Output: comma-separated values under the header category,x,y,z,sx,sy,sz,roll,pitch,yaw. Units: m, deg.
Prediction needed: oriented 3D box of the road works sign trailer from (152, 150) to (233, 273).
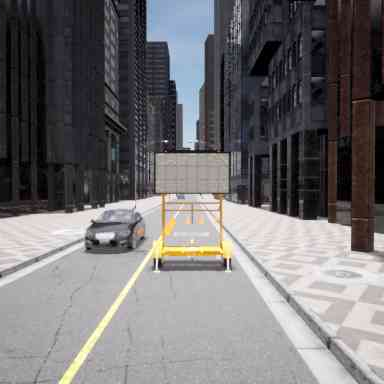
category,x,y,z,sx,sy,sz,roll,pitch,yaw
road works sign trailer,0.009,0.462,10.671,2.380,3.560,2.880,0,0,0

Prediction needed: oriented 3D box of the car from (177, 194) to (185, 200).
category,x,y,z,sx,sy,sz,roll,pitch,yaw
car,-3.110,1.296,95.622,2.097,1.767,4.553,0,0,0

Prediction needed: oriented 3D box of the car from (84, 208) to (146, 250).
category,x,y,z,sx,sy,sz,roll,pitch,yaw
car,-3.118,1.488,14.285,2.128,1.511,4.902,0,0,0
